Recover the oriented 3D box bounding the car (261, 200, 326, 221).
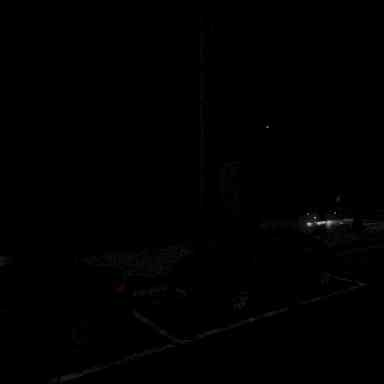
[{"bbox_3d":[7.682,1.530,27.148,2.033,1.411,5.357,0,0,-36],"label":"car"}]

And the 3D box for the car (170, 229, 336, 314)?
[{"bbox_3d":[1.555,1.565,7.643,4.313,1.339,1.947,0,0,-35],"label":"car"}]

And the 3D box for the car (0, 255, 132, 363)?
[{"bbox_3d":[-2.883,1.582,4.478,4.206,1.307,1.802,0,0,-35],"label":"car"}]

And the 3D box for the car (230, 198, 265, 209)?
[{"bbox_3d":[7.341,1.513,44.480,1.895,1.301,4.718,0,0,-36],"label":"car"}]

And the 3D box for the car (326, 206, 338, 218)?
[{"bbox_3d":[10.264,1.478,29.125,1.837,1.490,4.892,0,0,-36],"label":"car"}]
